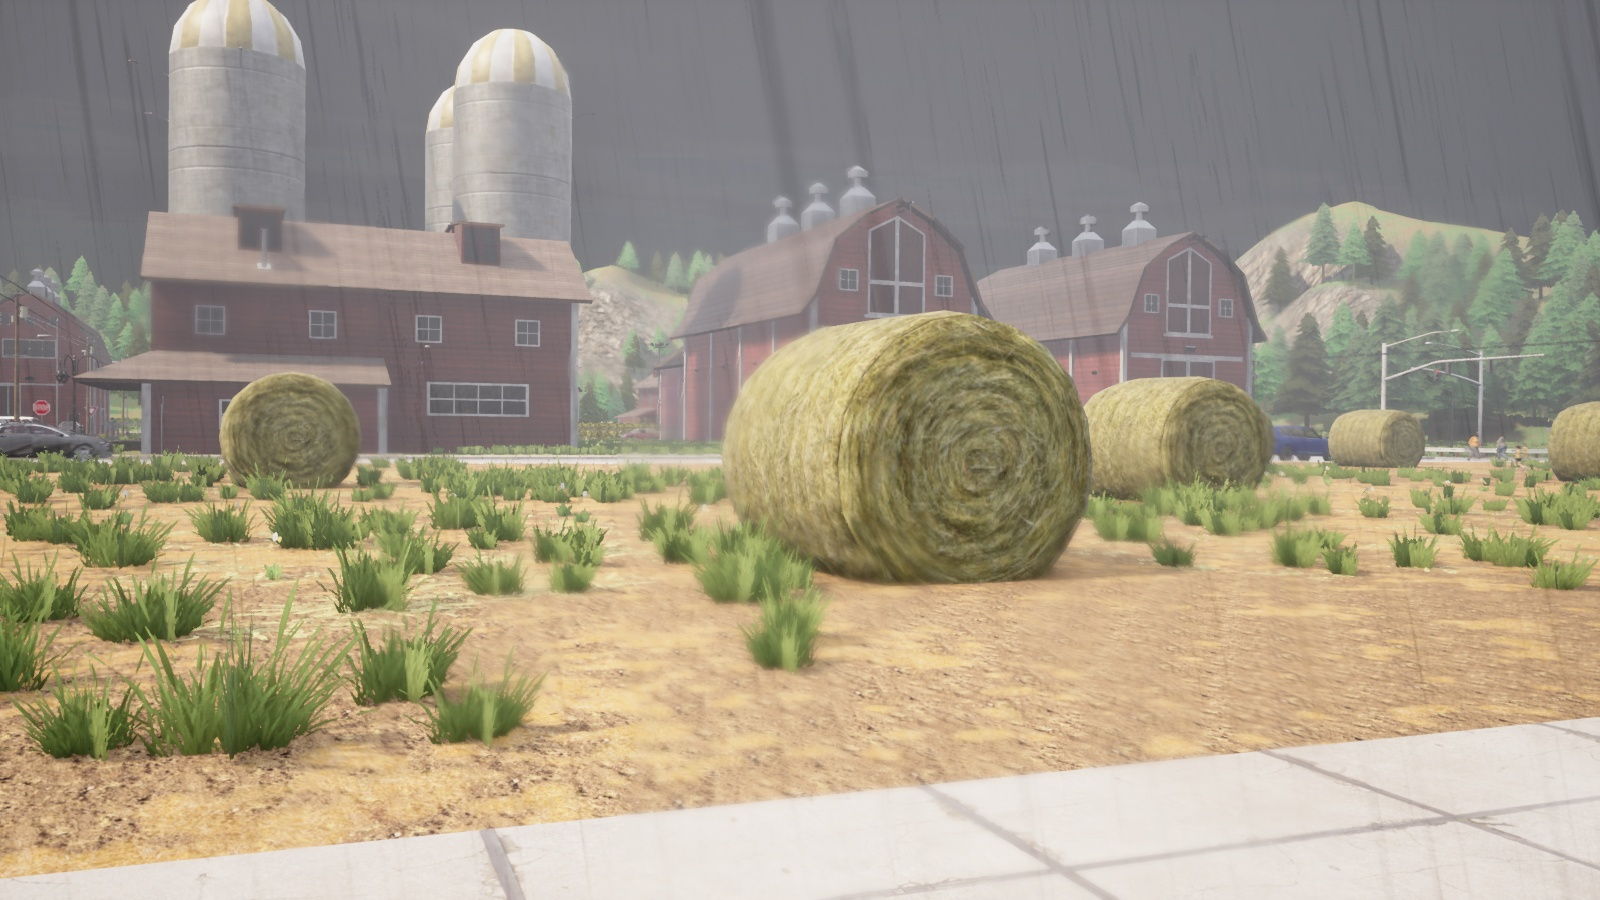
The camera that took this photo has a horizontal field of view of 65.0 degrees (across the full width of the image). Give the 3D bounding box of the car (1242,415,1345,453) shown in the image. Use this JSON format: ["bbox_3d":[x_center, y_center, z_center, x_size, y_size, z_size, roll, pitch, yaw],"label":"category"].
[{"bbox_3d":[27.739,-0.922,70.534,5.566,2.045,2.150,-1,1,-25],"label":"car"}]

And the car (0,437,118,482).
[{"bbox_3d":[-27.398,0.324,45.116,4.902,1.511,2.128,-1,1,-32],"label":"car"}]

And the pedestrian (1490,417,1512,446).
[{"bbox_3d":[45.285,-1.201,81.131,0.874,1.855,0.900,-1,1,-28],"label":"pedestrian"}]

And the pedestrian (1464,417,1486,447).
[{"bbox_3d":[42.747,-1.148,79.537,0.874,1.855,0.900,-1,1,-28],"label":"pedestrian"}]
